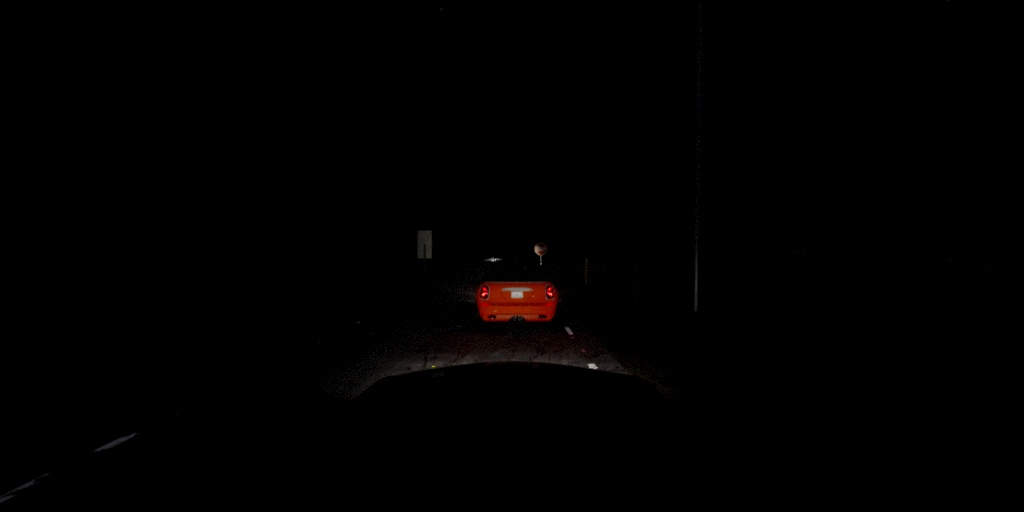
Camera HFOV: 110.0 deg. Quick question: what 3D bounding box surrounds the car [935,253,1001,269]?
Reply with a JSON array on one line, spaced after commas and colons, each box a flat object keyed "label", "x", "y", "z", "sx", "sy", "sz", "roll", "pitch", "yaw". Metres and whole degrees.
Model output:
[{"label": "car", "x": 43.298, "y": 0.451, "z": 34.173, "sx": 5.008, "sy": 1.535, "sz": 1.882, "roll": 0, "pitch": 0, "yaw": 1}]

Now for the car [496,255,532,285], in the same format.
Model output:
[{"label": "car", "x": 0.161, "y": 0.728, "z": 21.505, "sx": 1.882, "sy": 1.535, "sz": 5.008, "roll": 0, "pitch": 1, "yaw": 1}]

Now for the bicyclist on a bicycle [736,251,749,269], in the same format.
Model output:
[{"label": "bicyclist on a bicycle", "x": 19.959, "y": 0.415, "z": 31.056, "sx": 0.582, "sy": 1.620, "sz": 1.656, "roll": 0, "pitch": 1, "yaw": 0}]

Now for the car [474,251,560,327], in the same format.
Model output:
[{"label": "car", "x": 0.110, "y": 0.873, "z": 10.637, "sx": 2.097, "sy": 1.767, "sz": 4.553, "roll": 0, "pitch": 2, "yaw": 0}]
